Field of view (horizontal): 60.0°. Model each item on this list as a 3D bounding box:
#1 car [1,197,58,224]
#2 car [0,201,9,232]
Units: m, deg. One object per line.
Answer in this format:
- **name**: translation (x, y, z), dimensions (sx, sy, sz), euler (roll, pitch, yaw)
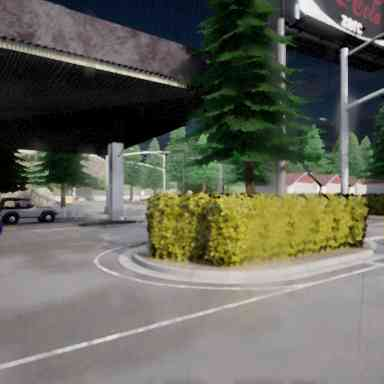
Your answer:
- **car**: translation (-11.770, 1.311, 23.618), dimensions (3.866, 1.878, 1.905), euler (0, 0, -36)
- **car**: translation (-11.975, 1.481, 16.488), dimensions (4.611, 1.667, 2.242), euler (0, 0, -36)
